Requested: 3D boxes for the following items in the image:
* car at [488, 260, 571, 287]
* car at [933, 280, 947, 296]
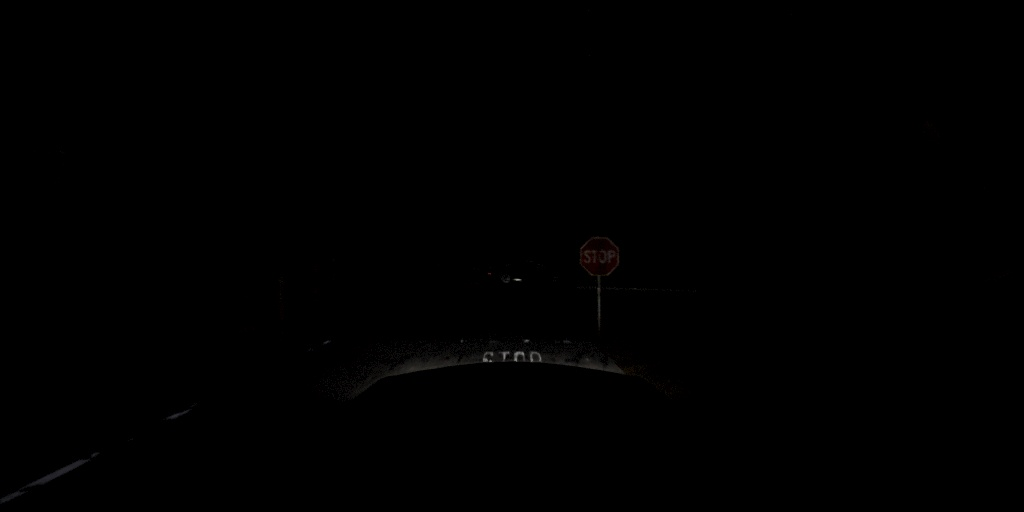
[{"bbox_3d":[1.035,0.993,21.451,4.902,1.511,2.128,2,-2,0],"label":"car"},{"bbox_3d":[27.031,1.930,21.396,4.892,1.490,1.837,2,-2,0],"label":"car"}]
